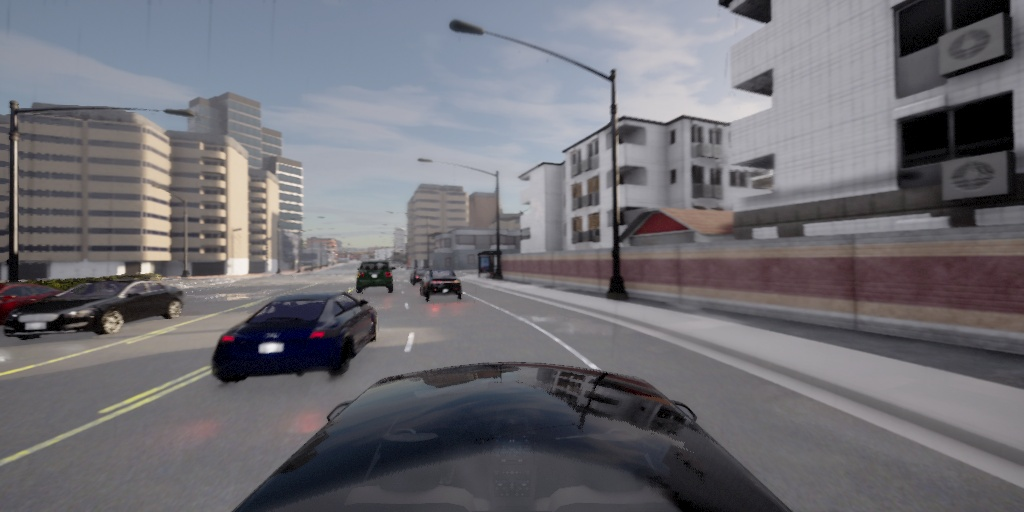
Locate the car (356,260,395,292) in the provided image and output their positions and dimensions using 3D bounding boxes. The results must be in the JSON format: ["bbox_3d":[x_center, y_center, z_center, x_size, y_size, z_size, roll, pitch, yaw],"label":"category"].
[{"bbox_3d":[-9.081,1.325,24.008,2.150,2.045,5.566,-1,-1,-19],"label":"car"}]

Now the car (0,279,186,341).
[{"bbox_3d":[-12.473,1.500,11.203,2.128,1.511,4.902,0,-1,-17],"label":"car"}]

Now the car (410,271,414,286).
[{"bbox_3d":[-7.569,1.754,30.377,1.895,1.301,4.718,-1,-1,-19],"label":"car"}]

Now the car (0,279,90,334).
[{"bbox_3d":[-16.051,1.577,10.987,1.812,1.442,4.674,0,-1,-17],"label":"car"}]

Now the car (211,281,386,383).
[{"bbox_3d":[-4.118,1.428,7.556,1.994,1.385,4.181,-1,-1,-11],"label":"car"}]

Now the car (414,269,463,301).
[{"bbox_3d":[-3.885,1.479,19.306,2.128,1.511,4.902,-1,-1,-18],"label":"car"}]
